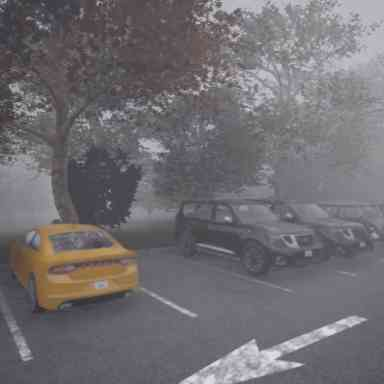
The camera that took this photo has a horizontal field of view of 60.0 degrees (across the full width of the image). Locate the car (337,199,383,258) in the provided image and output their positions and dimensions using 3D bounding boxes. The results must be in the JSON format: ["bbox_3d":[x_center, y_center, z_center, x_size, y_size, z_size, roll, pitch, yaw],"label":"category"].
[{"bbox_3d":[3.758,1.308,12.695,2.435,2.045,5.566,1,0,-35],"label":"car"}]

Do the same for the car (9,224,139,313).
[{"bbox_3d":[-3.028,1.494,7.893,2.097,1.535,5.008,1,0,-35],"label":"car"}]

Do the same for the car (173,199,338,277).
[{"bbox_3d":[1.501,1.286,11.089,2.435,2.045,5.566,1,0,-35],"label":"car"}]
